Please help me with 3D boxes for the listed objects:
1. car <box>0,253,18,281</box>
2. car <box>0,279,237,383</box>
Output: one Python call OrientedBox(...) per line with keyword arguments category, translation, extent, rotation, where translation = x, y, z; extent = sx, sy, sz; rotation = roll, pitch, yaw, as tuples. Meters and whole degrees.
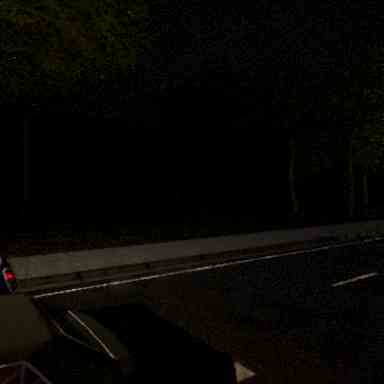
OrientedBox(category="car", translation=(-4.749, 1.352, 4.292), extent=(4.553, 1.767, 2.097), rotation=(0, 0, -36))
OrientedBox(category="car", translation=(-2.028, 1.601, 2.240), extent=(4.718, 1.301, 1.895), rotation=(0, 0, -36))
